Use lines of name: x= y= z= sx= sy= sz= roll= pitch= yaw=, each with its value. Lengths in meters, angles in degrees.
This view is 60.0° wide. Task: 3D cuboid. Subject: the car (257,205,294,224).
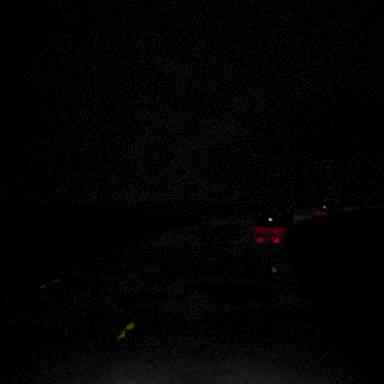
car: x=6.271 y=1.588 z=24.498 sx=1.895 sy=1.301 sz=4.718 roll=0 pitch=0 yaw=26

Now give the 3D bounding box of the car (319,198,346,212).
car: x=16.573 y=1.466 z=39.230 sx=1.837 sy=1.490 sz=4.892 roll=-1 pitch=-1 yaw=43
